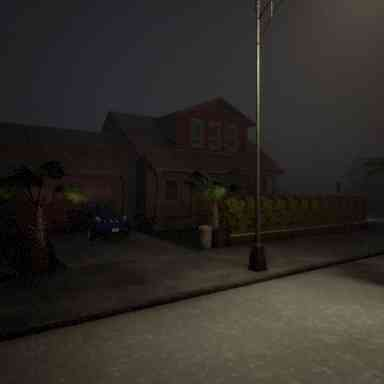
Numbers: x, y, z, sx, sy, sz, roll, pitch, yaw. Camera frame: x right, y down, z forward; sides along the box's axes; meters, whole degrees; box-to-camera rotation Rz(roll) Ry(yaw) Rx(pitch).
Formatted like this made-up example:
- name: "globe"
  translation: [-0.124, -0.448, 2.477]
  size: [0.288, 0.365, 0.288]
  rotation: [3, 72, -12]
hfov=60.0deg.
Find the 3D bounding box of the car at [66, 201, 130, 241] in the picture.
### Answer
- name: "car"
  translation: [-4.134, 1.174, 14.517]
  size: [1.845, 1.501, 3.633]
  rotation: [0, 0, -38]
